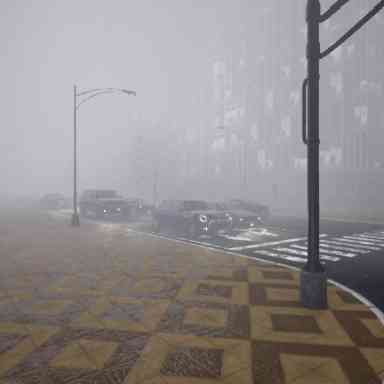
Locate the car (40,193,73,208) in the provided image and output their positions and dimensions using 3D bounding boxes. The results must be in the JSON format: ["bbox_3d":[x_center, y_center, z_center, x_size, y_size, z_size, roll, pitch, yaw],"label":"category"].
[{"bbox_3d":[-14.355,0.839,34.672,2.128,1.511,4.902,0,1,-38],"label":"car"}]

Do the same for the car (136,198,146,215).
[{"bbox_3d":[-4.716,1.156,27.667,1.895,1.301,4.718,0,1,-38],"label":"car"}]

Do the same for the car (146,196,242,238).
[{"bbox_3d":[-0.048,1.124,16.512,2.097,1.767,4.553,0,1,-38],"label":"car"}]

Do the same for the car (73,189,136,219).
[{"bbox_3d":[-6.681,0.798,24.918,2.150,2.045,5.566,0,1,-38],"label":"car"}]

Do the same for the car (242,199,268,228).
[{"bbox_3d":[1.613,1.289,19.706,2.033,1.411,5.357,0,1,-36],"label":"car"}]

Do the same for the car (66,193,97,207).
[{"bbox_3d":[-12.536,0.887,37.628,1.994,1.385,4.181,0,1,-38],"label":"car"}]

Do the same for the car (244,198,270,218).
[{"bbox_3d":[3.092,1.180,23.343,1.882,1.535,5.008,0,1,-38],"label":"car"}]
